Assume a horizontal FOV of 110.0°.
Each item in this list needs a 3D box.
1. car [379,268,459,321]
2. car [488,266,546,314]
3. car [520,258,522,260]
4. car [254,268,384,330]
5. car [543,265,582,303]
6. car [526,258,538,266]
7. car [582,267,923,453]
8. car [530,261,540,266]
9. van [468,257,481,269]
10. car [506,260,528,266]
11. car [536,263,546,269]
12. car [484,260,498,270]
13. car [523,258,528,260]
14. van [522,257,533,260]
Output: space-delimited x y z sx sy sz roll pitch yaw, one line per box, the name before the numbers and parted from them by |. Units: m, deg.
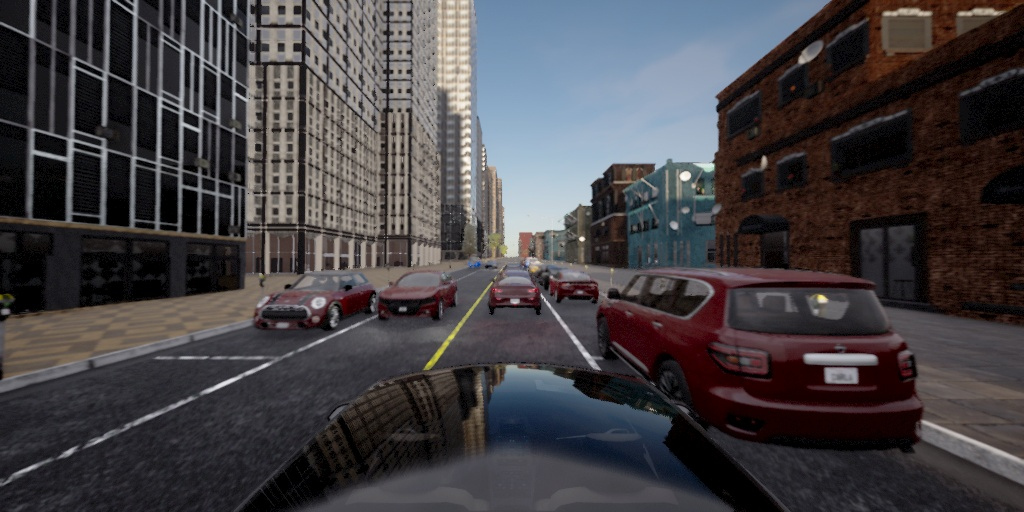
car | -3.102 1.230 12.674 1.882 1.535 5.008 0 0 0
car | 0.097 1.278 13.776 1.812 1.442 4.674 0 0 0
car | 2.688 1.182 54.441 1.967 1.591 4.097 0 0 0
car | -5.690 1.192 10.876 1.967 1.591 4.097 0 0 0
car | 2.690 1.297 16.427 1.888 1.381 4.507 0 0 0
car | 2.689 1.273 38.178 1.751 1.417 4.829 0 0 0
car | 2.691 1.066 5.334 2.192 1.841 5.009 0 0 0
car | 2.690 1.316 27.516 1.948 1.339 4.313 0 0 0
van | -5.693 1.084 54.438 1.690 1.789 3.998 0 0 0
car | 0.099 1.313 30.229 1.994 1.385 4.181 0 0 0
car | 2.690 1.317 21.973 1.948 1.339 4.313 0 0 0
car | -3.070 1.290 54.048 2.033 1.411 5.357 0 0 0
car | 2.689 1.297 43.486 2.007 1.370 4.403 0 0 0
van | 2.689 1.086 48.964 1.690 1.789 3.998 0 0 0
